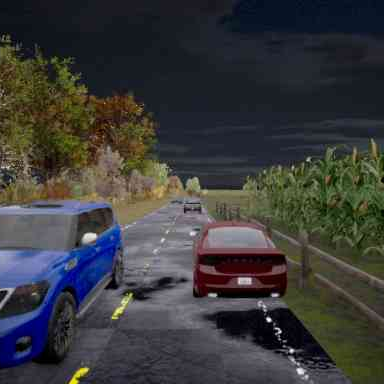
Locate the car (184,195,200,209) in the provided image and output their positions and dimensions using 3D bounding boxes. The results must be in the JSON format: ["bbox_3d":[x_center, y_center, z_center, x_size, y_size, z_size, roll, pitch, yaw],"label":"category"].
[{"bbox_3d":[0.054,1.345,46.027,2.097,1.767,4.553,0,0,1],"label":"car"}]

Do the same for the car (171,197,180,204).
[{"bbox_3d":[-2.752,1.556,60.763,1.994,1.385,4.181,0,0,0],"label":"car"}]

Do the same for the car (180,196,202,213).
[{"bbox_3d":[0.073,1.485,35.992,2.128,1.511,4.902,0,0,0],"label":"car"}]

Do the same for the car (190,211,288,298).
[{"bbox_3d":[0.963,1.475,8.547,1.882,1.535,5.008,0,0,0],"label":"car"}]

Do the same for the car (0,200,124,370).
[{"bbox_3d":[-2.750,1.219,6.172,2.150,2.045,5.566,0,0,0],"label":"car"}]
